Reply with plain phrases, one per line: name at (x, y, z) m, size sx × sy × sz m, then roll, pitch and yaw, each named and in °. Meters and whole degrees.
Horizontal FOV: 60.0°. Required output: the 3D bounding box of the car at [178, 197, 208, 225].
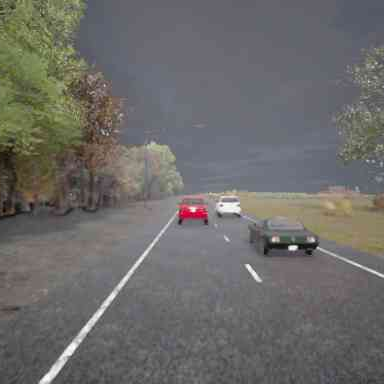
car at (0.085, 1.388, 26.106) m, size 2.150 × 2.045 × 5.566 m, roll 0°, pitch 0°, yaw 0°

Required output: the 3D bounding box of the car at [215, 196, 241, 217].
car at (3.570, 1.435, 33.780) m, size 2.150 × 2.045 × 5.566 m, roll 0°, pitch 0°, yaw 0°

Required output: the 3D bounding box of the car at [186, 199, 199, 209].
car at (0.070, 1.882, 52.927) m, size 1.994 × 1.385 × 4.181 m, roll 0°, pitch 0°, yaw 0°

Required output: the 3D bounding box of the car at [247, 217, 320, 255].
car at (3.516, 1.689, 13.782) m, size 1.895 × 1.301 × 4.718 m, roll 0°, pitch 0°, yaw 0°
